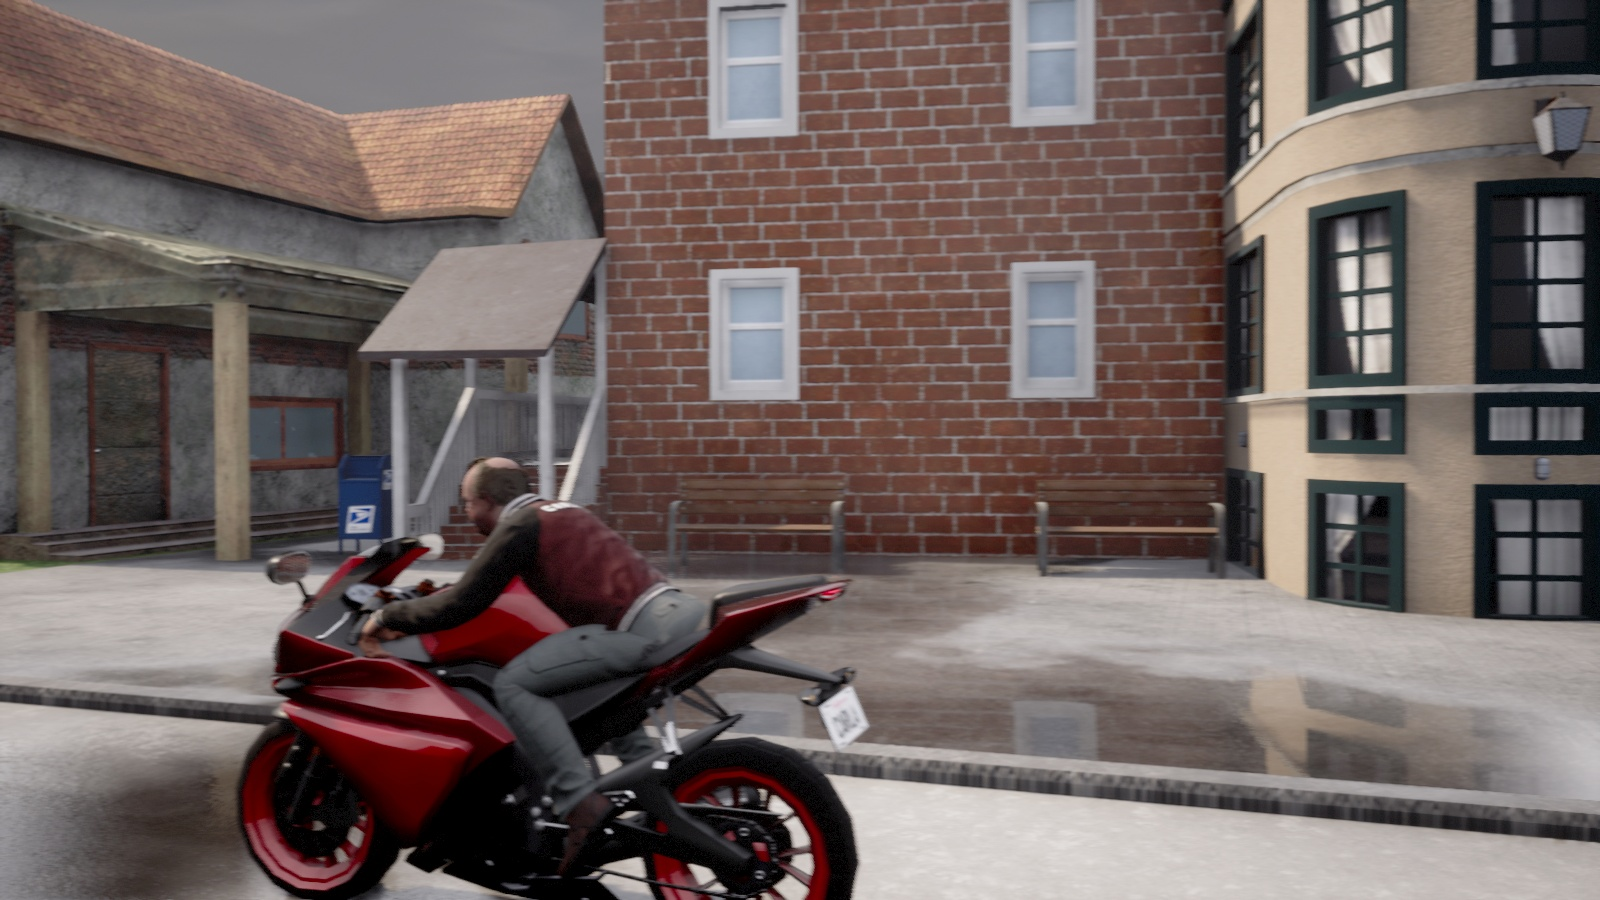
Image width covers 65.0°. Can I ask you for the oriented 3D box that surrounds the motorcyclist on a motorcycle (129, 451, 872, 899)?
[{"bbox_3d":[-0.951,0.793,4.042,2.191,1.530,0.866,1,1,19],"label":"motorcyclist on a motorcycle"}]
